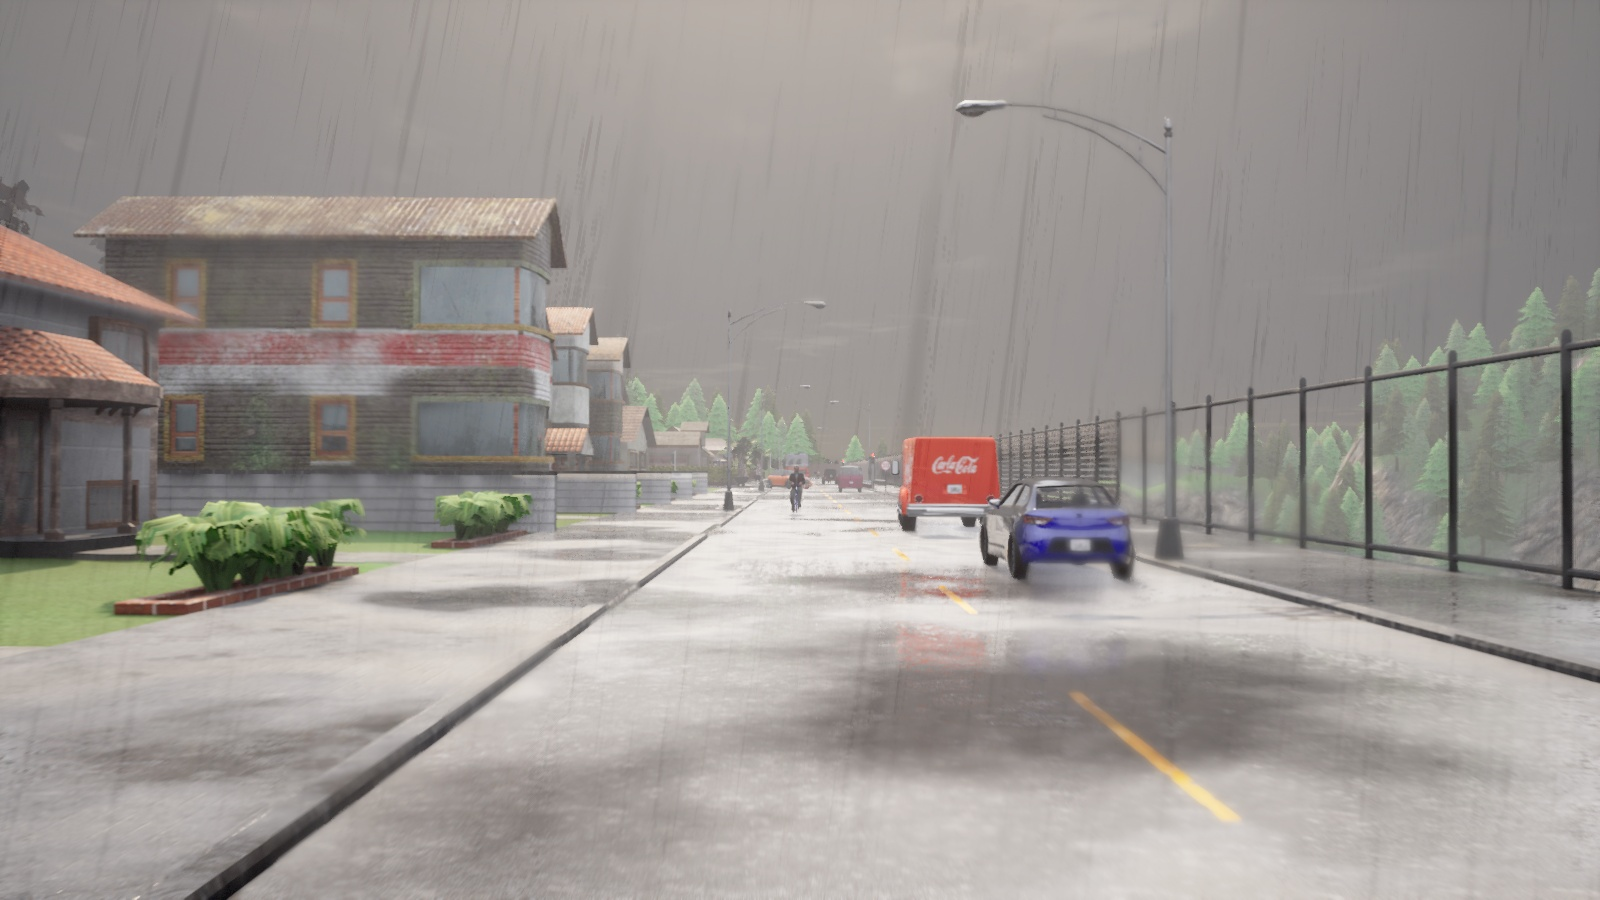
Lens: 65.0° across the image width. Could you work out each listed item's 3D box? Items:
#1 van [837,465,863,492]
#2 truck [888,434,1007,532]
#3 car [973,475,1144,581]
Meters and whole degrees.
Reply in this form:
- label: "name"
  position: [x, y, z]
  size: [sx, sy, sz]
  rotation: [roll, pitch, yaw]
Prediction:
- label: "van"
  position: [3.768, 2.133, 94.443]
  size: [1.775, 1.987, 4.442]
  rotation: [0, -1, 0]
- label: "truck"
  position: [3.915, 0.888, 34.396]
  size: [2.627, 2.467, 5.204]
  rotation: [0, -1, 0]
- label: "car"
  position: [3.952, 1.145, 19.893]
  size: [1.816, 1.474, 4.193]
  rotation: [0, -1, 0]
